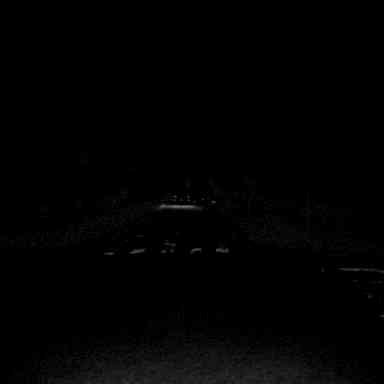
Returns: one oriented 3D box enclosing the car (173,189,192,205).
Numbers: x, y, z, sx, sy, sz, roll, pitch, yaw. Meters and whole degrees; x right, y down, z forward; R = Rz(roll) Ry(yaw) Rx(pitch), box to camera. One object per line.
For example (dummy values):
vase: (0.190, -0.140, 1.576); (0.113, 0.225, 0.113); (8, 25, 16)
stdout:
car: (-1.241, 0.571, 45.070); (2.150, 2.045, 5.566); (0, 1, 2)

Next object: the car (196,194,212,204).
car: (1.605, 0.902, 45.490); (1.994, 1.385, 4.181); (0, 1, 5)
